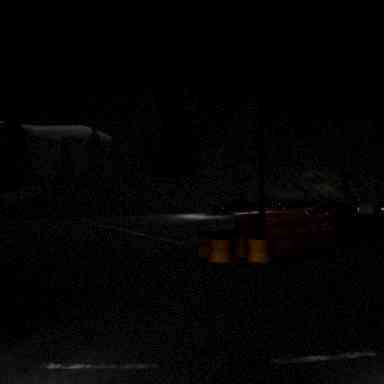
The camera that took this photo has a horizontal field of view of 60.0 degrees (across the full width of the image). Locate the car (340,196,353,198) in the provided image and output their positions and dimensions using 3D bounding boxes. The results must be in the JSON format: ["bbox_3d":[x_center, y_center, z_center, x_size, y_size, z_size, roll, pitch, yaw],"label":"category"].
[{"bbox_3d":[20.326,1.281,43.972,4.181,1.385,1.994,-1,1,-35],"label":"car"}]

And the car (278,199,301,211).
[{"bbox_3d":[12.082,1.436,38.187,4.718,1.301,1.895,-1,0,-35],"label":"car"}]

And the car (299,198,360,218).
[{"bbox_3d":[10.214,1.410,24.045,4.892,1.490,1.837,0,0,-35],"label":"car"}]

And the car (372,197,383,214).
[{"bbox_3d":[18.473,1.055,29.845,5.566,2.045,2.150,-1,0,-35],"label":"car"}]

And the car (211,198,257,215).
[{"bbox_3d":[4.158,1.380,32.622,5.008,1.535,1.882,0,0,-35],"label":"car"}]
